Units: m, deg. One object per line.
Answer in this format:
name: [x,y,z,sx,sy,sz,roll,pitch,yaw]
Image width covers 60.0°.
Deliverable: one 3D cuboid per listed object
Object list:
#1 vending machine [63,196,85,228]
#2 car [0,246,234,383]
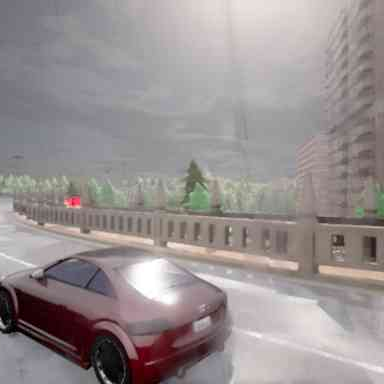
vending machine: [-7.947,1.324,22.397,1.100,2.100,0.880,0,0,-40]
car: [-1.439,1.596,5.333,4.181,1.385,1.994,0,0,39]
